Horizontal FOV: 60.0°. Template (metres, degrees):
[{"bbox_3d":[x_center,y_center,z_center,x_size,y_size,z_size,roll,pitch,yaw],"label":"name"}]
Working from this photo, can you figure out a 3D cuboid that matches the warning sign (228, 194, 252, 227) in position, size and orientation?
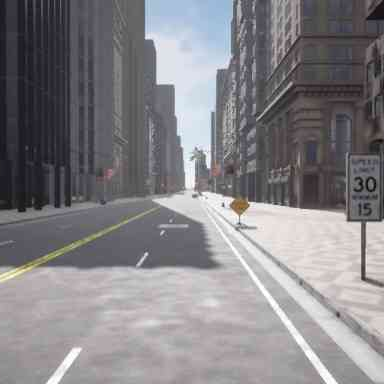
[{"bbox_3d":[2.858,1.094,19.995,1.300,1.860,1.060,1,1,0],"label":"warning sign"}]
